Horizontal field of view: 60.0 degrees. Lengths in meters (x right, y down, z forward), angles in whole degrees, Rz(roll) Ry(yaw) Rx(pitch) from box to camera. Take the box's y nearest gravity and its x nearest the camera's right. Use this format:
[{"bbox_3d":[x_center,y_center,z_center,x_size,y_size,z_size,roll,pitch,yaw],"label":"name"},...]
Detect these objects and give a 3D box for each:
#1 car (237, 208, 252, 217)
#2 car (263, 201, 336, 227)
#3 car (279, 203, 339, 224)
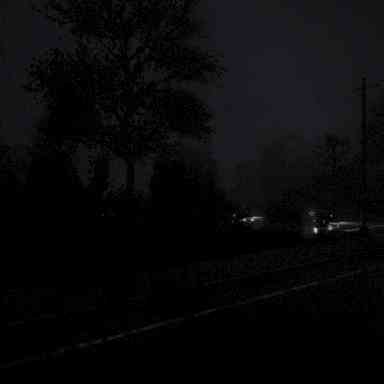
[{"bbox_3d":[3.923,1.769,33.194,1.994,1.385,4.181,0,-1,-41],"label":"car"},{"bbox_3d":[7.295,1.426,23.618,2.097,1.767,4.553,0,-1,-38],"label":"car"},{"bbox_3d":[9.312,1.651,26.741,1.994,1.385,4.181,0,-1,-39],"label":"car"}]
